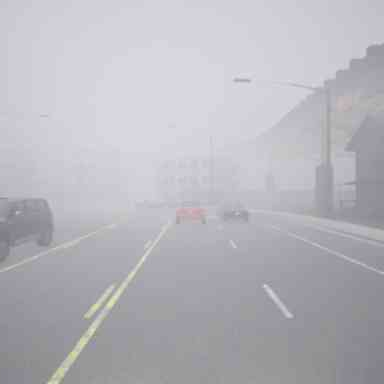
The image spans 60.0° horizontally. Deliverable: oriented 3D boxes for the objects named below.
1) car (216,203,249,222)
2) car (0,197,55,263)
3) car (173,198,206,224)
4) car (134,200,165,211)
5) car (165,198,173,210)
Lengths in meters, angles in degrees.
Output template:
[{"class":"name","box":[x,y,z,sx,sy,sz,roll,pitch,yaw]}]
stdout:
[{"class":"car","box":[3.195,1.555,26.676,1.994,1.385,4.181,0,0,-5]},{"class":"car","box":[-7.052,1.218,12.285,2.150,2.045,5.566,0,0,0]},{"class":"car","box":[-0.171,1.342,25.101,2.097,1.767,4.553,0,0,-3]},{"class":"car","box":[-5.556,1.586,41.390,1.895,1.301,4.718,0,0,-32]},{"class":"car","box":[-2.517,1.510,43.012,1.812,1.442,4.674,0,0,-32]}]
